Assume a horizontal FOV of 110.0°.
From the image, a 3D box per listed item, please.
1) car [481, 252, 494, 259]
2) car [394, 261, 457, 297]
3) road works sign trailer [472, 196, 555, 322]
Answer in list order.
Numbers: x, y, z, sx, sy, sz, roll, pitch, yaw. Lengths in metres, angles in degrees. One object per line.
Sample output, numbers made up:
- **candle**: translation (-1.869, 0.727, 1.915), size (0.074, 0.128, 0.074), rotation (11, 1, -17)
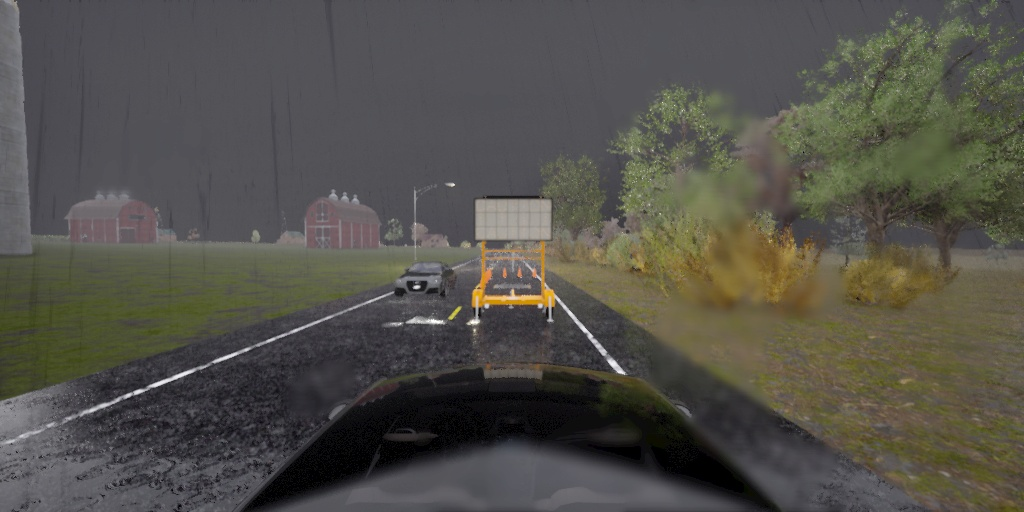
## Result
- **car**: translation (-3.888, -0.250, 56.892), size (1.812, 1.442, 4.674), rotation (0, 2, 0)
- **car**: translation (-3.586, 0.931, 15.516), size (1.994, 1.385, 4.181), rotation (0, 2, 0)
- **road works sign trailer**: translation (0.037, -0.048, 11.129), size (2.380, 3.560, 2.880), rotation (0, 0, 0)
